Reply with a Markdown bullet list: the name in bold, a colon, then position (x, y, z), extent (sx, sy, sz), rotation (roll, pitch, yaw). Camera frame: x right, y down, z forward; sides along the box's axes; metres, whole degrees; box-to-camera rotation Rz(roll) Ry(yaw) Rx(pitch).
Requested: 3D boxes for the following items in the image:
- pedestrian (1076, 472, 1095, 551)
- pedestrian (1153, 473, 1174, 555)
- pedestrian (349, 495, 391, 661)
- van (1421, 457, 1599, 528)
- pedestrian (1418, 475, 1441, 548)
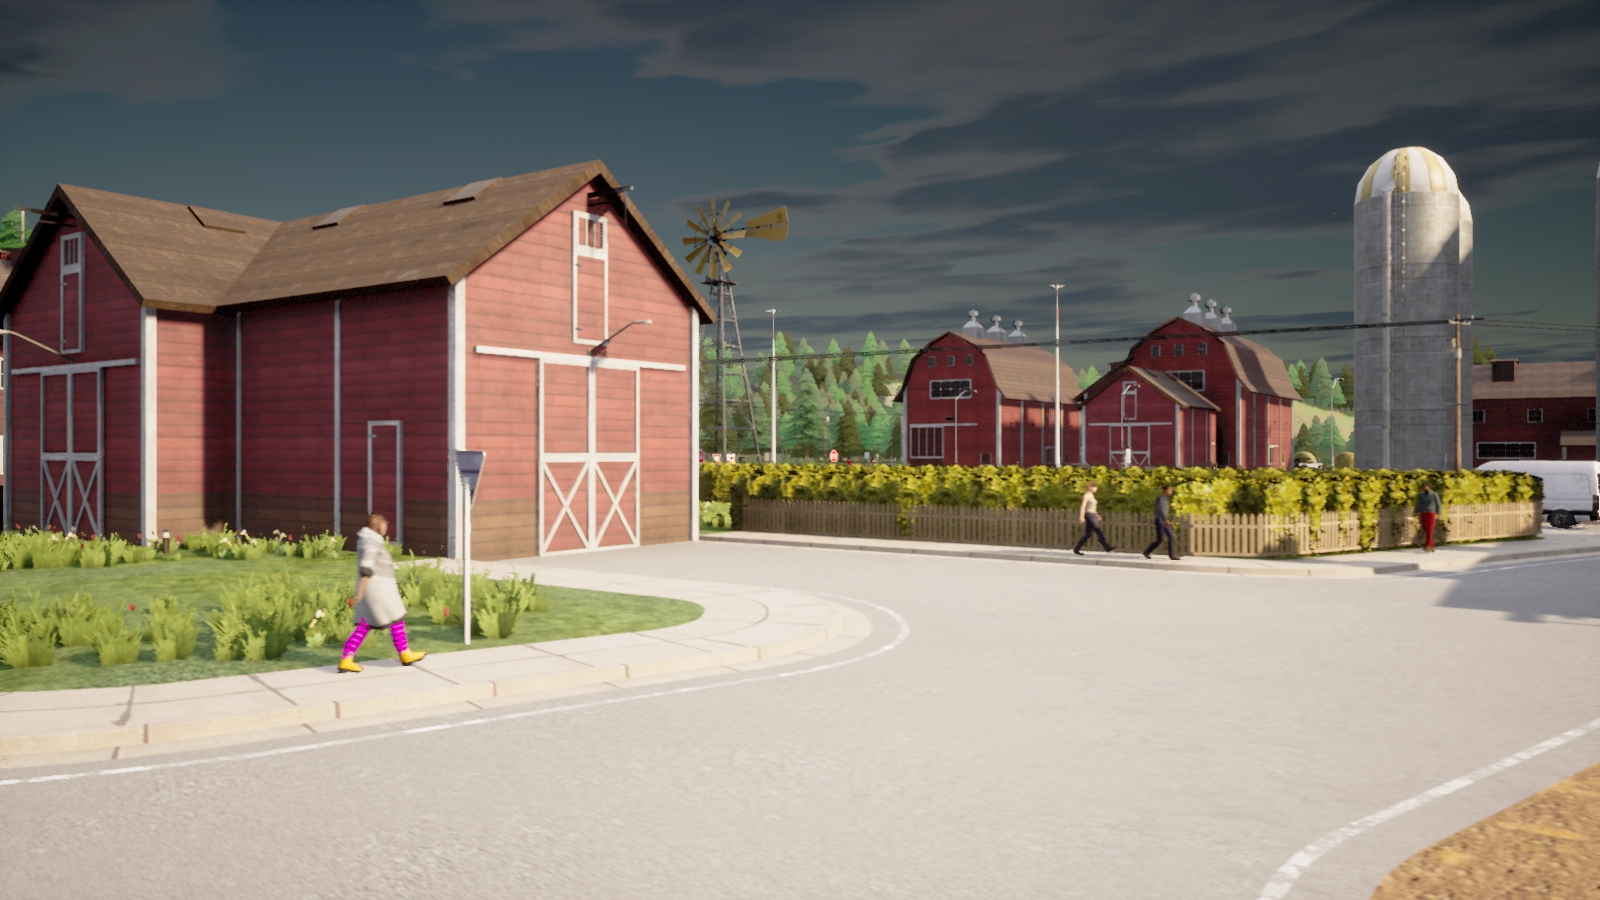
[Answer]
- **pedestrian**: position (6.850, 1.475, 27.419), extent (0.375, 1.860, 0.375), rotation (0, 0, 28)
- **pedestrian**: position (8.405, 1.475, 26.415), extent (0.375, 1.860, 0.375), rotation (0, 0, 37)
- **pedestrian**: position (-4.979, 1.463, 13.218), extent (0.375, 1.860, 0.375), rotation (0, 0, -34)
- **van**: position (27.717, 1.555, 44.455), extent (5.915, 2.561, 1.988), rotation (0, 0, 41)
- **pedestrian**: position (16.169, 1.566, 29.334), extent (0.375, 1.860, 0.375), rotation (0, 0, -31)
